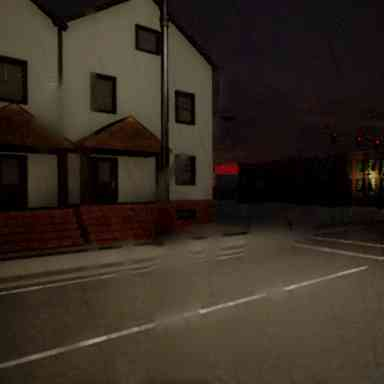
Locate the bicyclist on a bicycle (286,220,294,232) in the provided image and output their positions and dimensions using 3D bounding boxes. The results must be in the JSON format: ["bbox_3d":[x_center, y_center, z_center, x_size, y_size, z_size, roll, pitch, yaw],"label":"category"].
[{"bbox_3d":[11.501,4.040,39.069,1.656,1.620,0.582,-1,-11,-33],"label":"bicyclist on a bicycle"}]
